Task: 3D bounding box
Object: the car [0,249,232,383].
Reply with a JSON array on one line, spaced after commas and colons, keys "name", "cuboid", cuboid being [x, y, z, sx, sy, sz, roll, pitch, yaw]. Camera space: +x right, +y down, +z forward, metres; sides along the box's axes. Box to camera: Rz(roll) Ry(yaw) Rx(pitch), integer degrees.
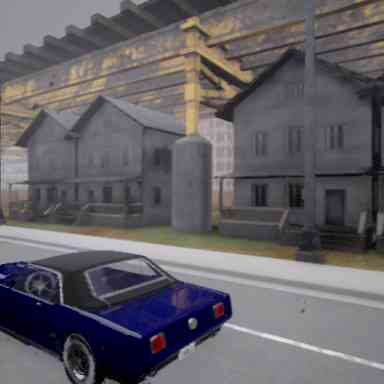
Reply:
[{"name": "car", "cuboid": [-1.851, 1.605, 5.280, 4.718, 1.301, 1.895, 0, 0, 36]}]
